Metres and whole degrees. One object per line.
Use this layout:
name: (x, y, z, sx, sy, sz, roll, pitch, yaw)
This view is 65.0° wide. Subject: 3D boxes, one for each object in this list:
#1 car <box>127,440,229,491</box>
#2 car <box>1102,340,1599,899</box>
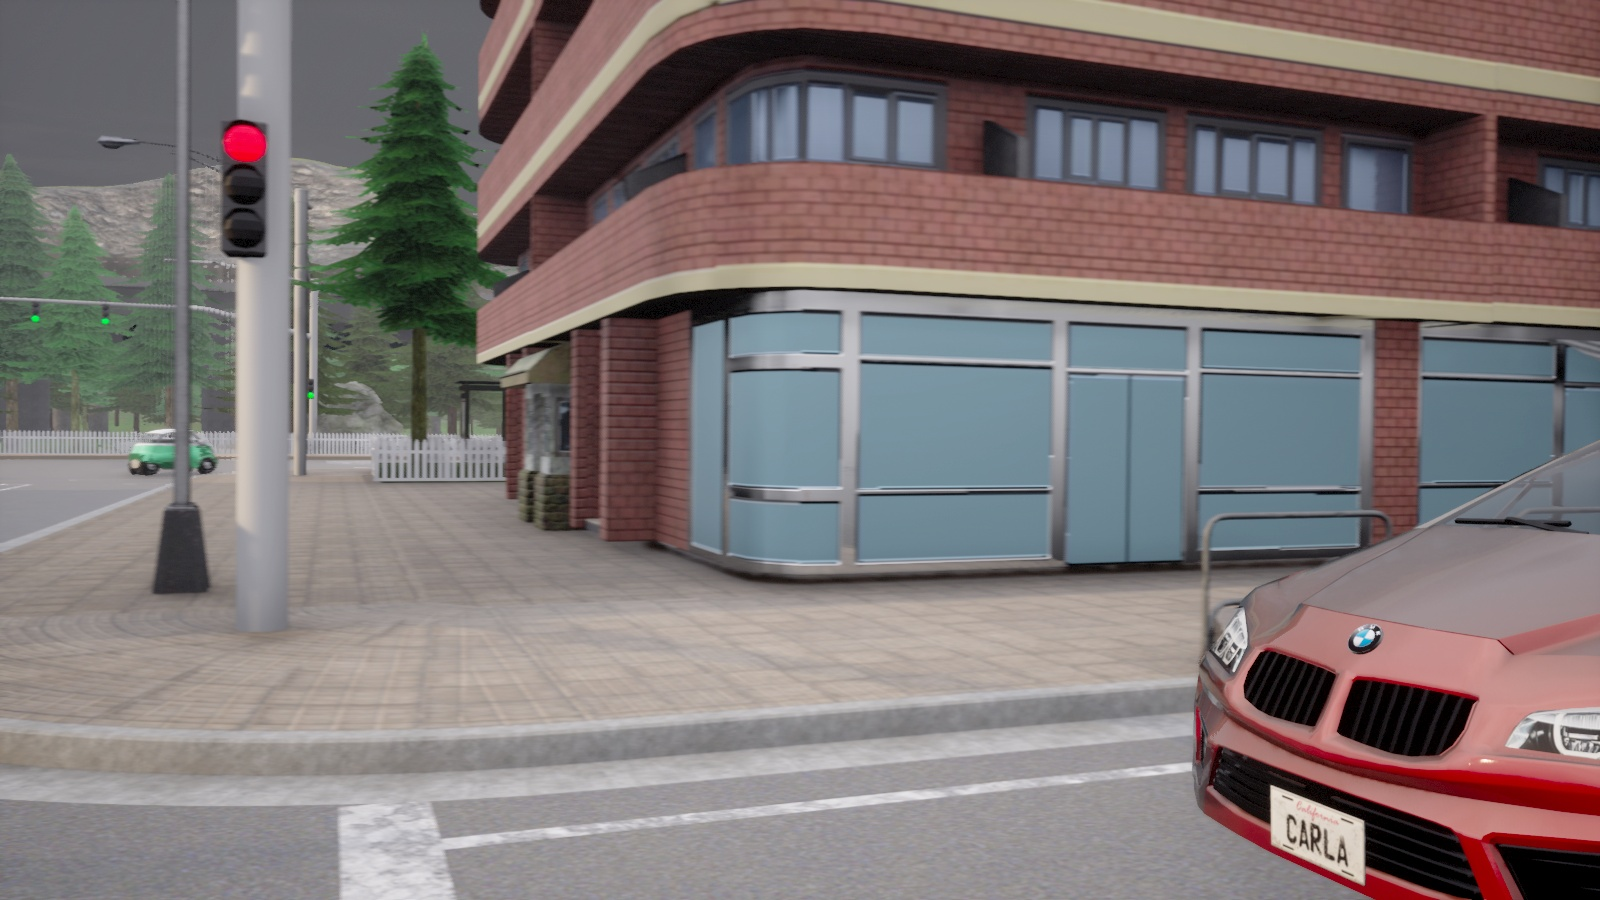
car: (-18.313, 0.427, 37.027, 1.481, 1.376, 2.207, 0, 2, 37)
car: (3.735, 0.526, 4.655, 4.611, 1.667, 2.242, -1, 1, -21)
